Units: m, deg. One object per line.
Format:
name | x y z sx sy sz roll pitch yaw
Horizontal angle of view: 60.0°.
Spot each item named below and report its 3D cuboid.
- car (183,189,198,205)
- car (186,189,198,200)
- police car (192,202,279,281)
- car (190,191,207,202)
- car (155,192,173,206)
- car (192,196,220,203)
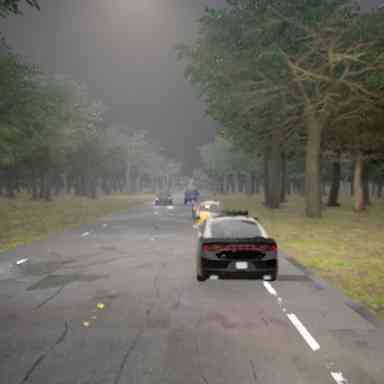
car | 0.010 0.654 45.980 2.150 2.045 5.566 0 1 0
car | 0.005 0.369 64.515 2.150 2.045 5.566 0 1 0
police car | 1.051 1.321 9.627 1.930 1.638 5.238 0 1 0
car | 1.052 1.060 25.489 2.097 1.767 4.553 0 1 0
car | -3.586 0.828 42.873 2.097 1.767 4.553 0 1 0
car | 1.052 1.235 19.708 1.801 1.575 5.366 0 1 0
